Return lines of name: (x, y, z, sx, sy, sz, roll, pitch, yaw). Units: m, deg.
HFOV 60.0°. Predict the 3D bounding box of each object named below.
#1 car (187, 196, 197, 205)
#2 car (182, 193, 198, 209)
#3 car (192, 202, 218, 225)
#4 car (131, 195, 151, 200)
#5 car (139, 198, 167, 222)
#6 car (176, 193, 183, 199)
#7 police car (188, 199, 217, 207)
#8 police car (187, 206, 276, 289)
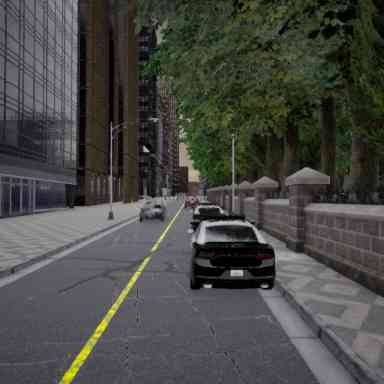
car: (0.017, 1.563, 61.411, 1.812, 1.442, 4.674, 0, 0, 0)
car: (0.048, 1.371, 46.657, 2.097, 1.767, 4.553, 0, 0, 1)
car: (0.907, 1.530, 25.167, 1.812, 1.442, 4.674, 0, 0, 0)
car: (-14.613, 1.584, 93.534, 4.403, 1.369, 2.008, 0, -1, 0)
car: (-2.992, 1.509, 26.235, 1.837, 1.490, 4.892, 0, 0, 0)
car: (-2.977, 1.161, 86.156, 2.150, 2.045, 5.566, 0, 0, 0)
police car: (0.905, 1.428, 19.275, 1.930, 1.638, 5.238, 0, 0, 0)
police car: (0.903, 1.427, 9.273, 1.930, 1.638, 5.238, 0, 0, 0)
